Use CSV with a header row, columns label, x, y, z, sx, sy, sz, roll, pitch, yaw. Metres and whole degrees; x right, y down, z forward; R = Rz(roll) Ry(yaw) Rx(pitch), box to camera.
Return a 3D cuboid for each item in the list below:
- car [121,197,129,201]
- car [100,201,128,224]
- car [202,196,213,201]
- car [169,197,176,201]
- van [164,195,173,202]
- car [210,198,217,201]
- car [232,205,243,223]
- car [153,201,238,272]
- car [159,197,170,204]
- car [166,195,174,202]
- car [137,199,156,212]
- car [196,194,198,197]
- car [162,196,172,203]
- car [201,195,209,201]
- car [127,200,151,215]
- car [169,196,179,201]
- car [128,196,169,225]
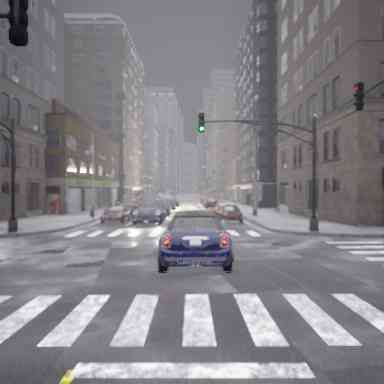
label,x,y,z,sx,sy,sz,roll,pitch,yaw
car,-5.675,1.372,30.802,2.192,1.841,5.009,-1,0,0
car,-5.673,1.627,25.237,1.802,1.307,4.206,-1,0,0
car,2.855,1.645,47.516,1.887,1.381,4.507,-1,0,0
car,-3.088,1.556,33.765,2.128,1.511,4.902,0,0,0
van,-5.668,1.542,80.888,1.690,1.788,3.998,-1,0,0
car,2.852,1.583,30.996,1.752,1.417,4.829,-1,0,0
car,2.852,1.626,25.263,1.802,1.307,4.206,-1,0,0
car,0.093,1.370,11.116,2.097,1.767,4.553,0,1,0
car,-5.667,1.714,69.756,1.887,1.381,4.507,-1,0,0
car,-5.665,1.656,86.452,1.967,1.590,4.097,-1,0,0
car,-5.671,1.610,41.761,1.752,1.417,4.829,-1,0,0
car,2.862,1.755,92.196,1.752,1.417,4.829,-1,0,0
car,-5.668,1.626,75.322,1.967,1.590,4.097,-1,0,0
car,2.854,1.556,53.079,1.967,1.590,4.097,-1,0,0
car,-5.672,1.615,36.366,1.887,1.381,4.507,-1,0,0
car,-3.055,1.637,43.630,2.033,1.411,5.357,0,0,1
car,-3.094,1.396,24.633,2.097,1.767,4.553,0,0,0
